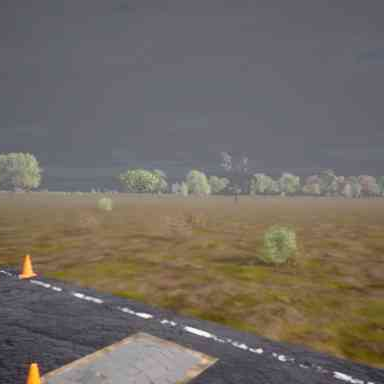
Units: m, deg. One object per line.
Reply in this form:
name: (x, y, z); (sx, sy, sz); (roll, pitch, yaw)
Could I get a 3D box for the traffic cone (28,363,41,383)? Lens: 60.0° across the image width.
traffic cone: (-1.551, 1.984, 3.259); (0.340, 0.580, 0.340); (0, -1, 37)

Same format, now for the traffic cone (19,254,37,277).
traffic cone: (-4.563, 2.028, 9.253); (0.340, 0.580, 0.340); (0, -1, 37)
